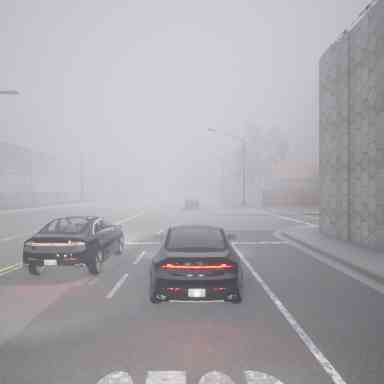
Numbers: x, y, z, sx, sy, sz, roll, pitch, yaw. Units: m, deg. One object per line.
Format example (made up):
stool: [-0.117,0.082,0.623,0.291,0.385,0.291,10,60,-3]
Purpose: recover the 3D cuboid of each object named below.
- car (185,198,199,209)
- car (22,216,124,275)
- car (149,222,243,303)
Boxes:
car: [-0.022,1.492,44.190,2.128,1.511,4.902,0,0,0]
car: [-3.429,1.492,10.468,2.128,1.511,4.902,0,0,0]
car: [0.079,1.505,8.200,1.837,1.490,4.892,0,0,0]
